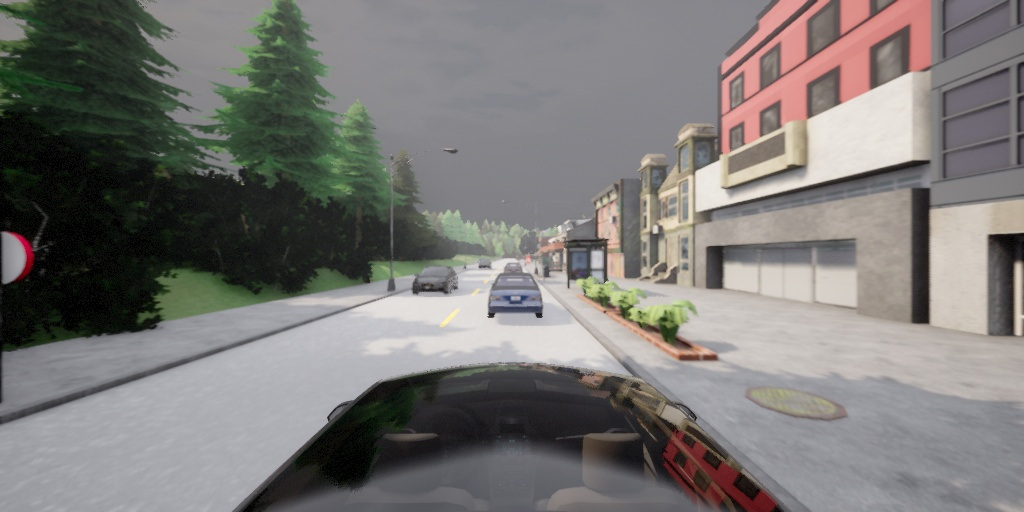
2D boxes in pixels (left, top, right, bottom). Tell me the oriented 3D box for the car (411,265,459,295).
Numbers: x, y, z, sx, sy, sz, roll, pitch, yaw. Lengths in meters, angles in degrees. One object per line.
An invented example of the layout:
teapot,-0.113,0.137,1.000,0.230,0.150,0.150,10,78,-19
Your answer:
car,-4.089,1.268,19.720,1.837,1.490,4.892,0,0,0

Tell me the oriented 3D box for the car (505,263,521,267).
car,0.116,1.323,34.196,2.033,1.411,5.357,0,0,0

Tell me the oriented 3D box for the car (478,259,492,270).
car,-4.047,1.293,54.552,1.837,1.490,4.892,0,1,0

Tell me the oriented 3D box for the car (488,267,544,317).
car,0.100,1.306,13.159,2.033,1.411,5.357,0,0,0
